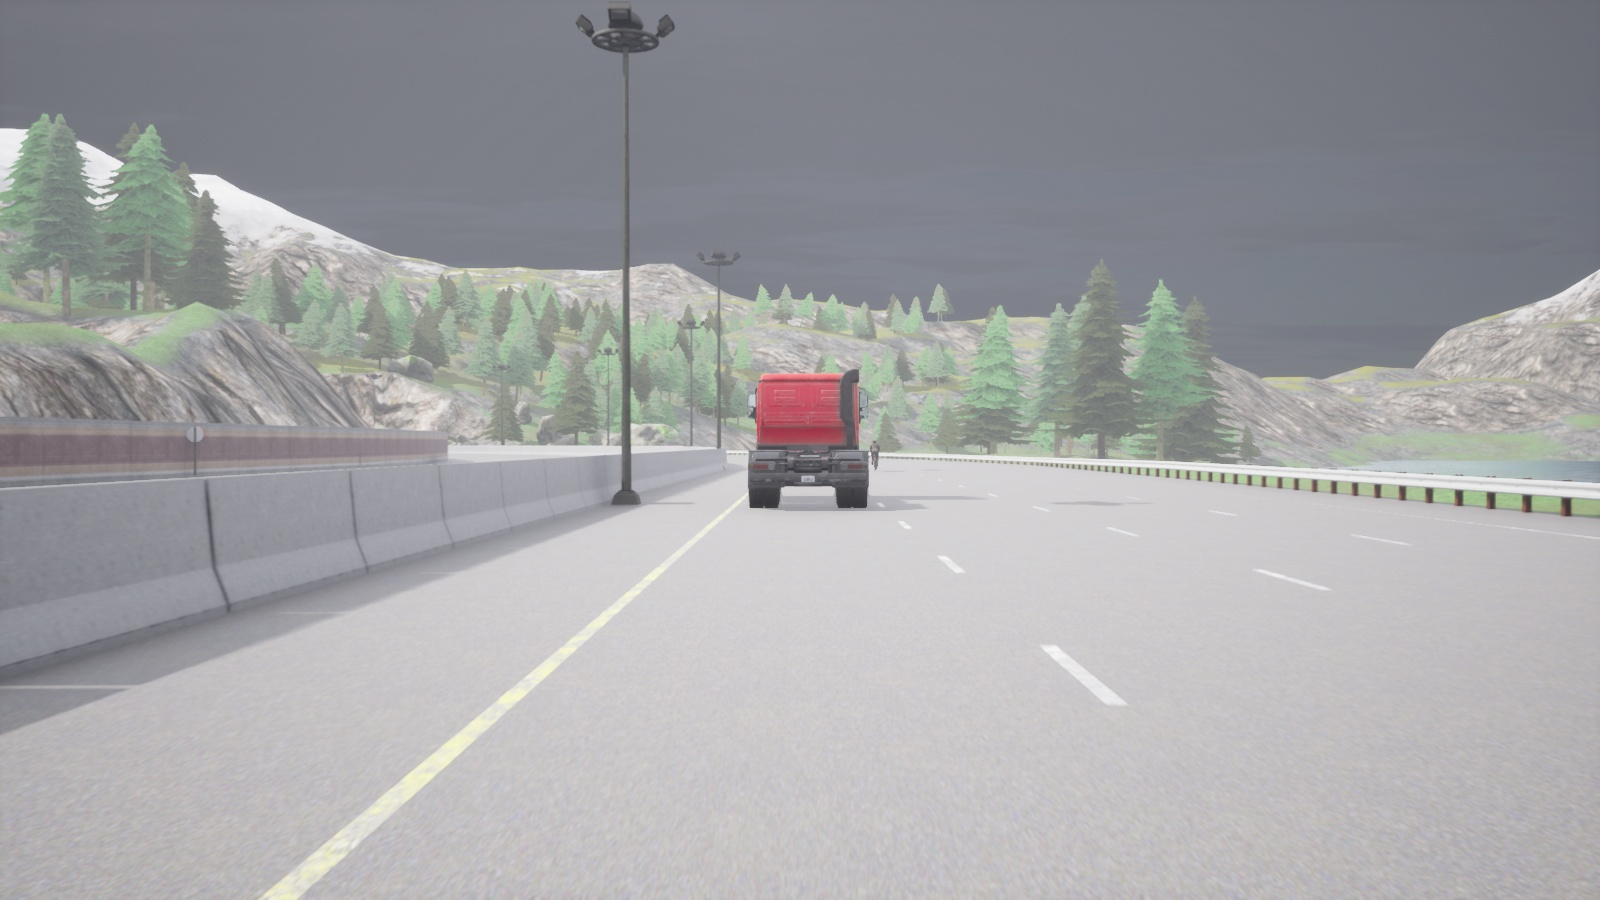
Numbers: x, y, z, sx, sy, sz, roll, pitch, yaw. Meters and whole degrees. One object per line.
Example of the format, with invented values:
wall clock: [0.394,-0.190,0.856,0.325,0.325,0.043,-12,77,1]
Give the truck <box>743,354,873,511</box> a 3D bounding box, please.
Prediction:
truck: [0.198,-0.414,31.736,2.891,3.462,7.936,0,0,0]
